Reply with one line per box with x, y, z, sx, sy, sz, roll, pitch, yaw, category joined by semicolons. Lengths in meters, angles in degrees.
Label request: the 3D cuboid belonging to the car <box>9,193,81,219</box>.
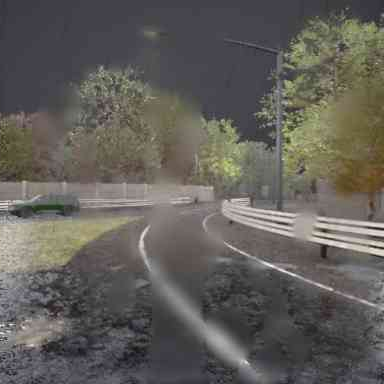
-12.373;1.145;28.322;5.566;2.045;2.150;0;0;-37;car
